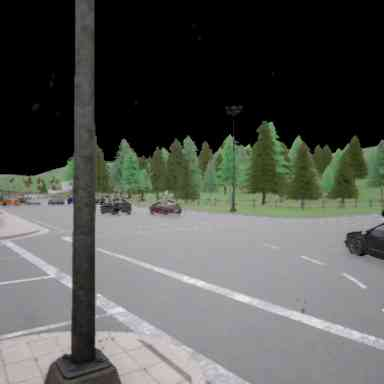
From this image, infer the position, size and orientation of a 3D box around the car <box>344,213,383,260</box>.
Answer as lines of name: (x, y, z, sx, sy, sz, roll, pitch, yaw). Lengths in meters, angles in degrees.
car: (6.768, 1.605, 10.255, 2.033, 1.411, 5.357, 0, 0, -1)

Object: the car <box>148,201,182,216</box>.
car: (-2.788, 1.614, 34.250, 1.812, 1.442, 4.674, 0, 0, -34)

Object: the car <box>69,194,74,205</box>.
car: (-20.825, 1.312, 60.280, 2.150, 2.045, 5.566, 0, 0, -35)

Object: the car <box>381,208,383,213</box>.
car: (20.408, 1.743, 32.608, 4.181, 1.385, 1.994, 0, 0, -35)

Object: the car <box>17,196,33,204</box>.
car: (-32.816, 1.581, 65.337, 2.128, 1.511, 4.902, 0, 0, -35)

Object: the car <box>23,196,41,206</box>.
car: (-27.556, 1.656, 57.714, 1.895, 1.301, 4.718, 0, 0, -35)

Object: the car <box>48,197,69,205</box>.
car: (-23.918, 1.620, 58.602, 2.033, 1.411, 5.357, 0, 0, -34)

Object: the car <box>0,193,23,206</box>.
car: (-30.025, 1.390, 55.301, 2.097, 1.767, 4.553, 0, 0, -35)

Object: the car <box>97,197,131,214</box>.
car: (-8.291, 1.549, 36.089, 1.882, 1.535, 5.008, 0, 0, -34)
